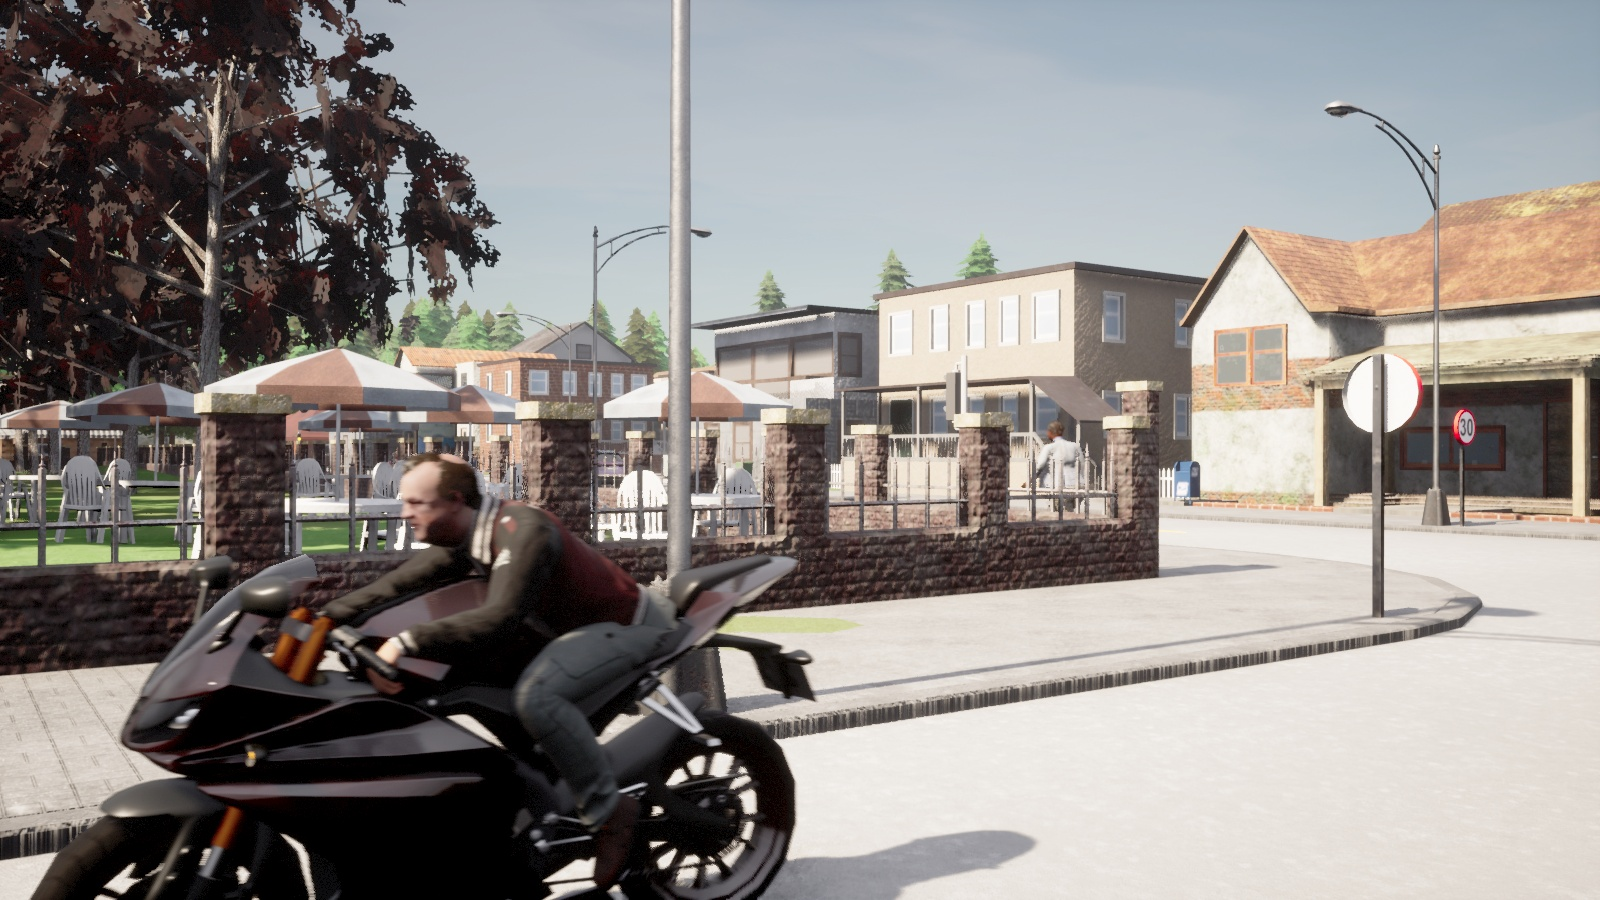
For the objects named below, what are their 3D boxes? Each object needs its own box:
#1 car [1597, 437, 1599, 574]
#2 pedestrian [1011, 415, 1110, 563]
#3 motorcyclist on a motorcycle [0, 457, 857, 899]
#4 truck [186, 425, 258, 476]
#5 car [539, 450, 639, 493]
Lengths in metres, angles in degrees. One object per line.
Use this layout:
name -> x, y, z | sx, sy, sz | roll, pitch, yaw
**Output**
car -> 10.186, 0.653, 12.809 | 1.851, 1.617, 3.988 | 0, 0, 5
pedestrian -> 3.362, 0.487, 16.257 | 0.874, 1.855, 0.900 | 0, 0, -33
motorcyclist on a motorcycle -> -0.972, 0.791, 3.585 | 2.191, 1.530, 0.866 | 0, 0, -35
truck -> -41.321, 0.070, 89.628 | 2.891, 3.462, 7.936 | 0, 0, -38
car -> -8.432, 0.814, 49.772 | 2.033, 1.649, 4.856 | 0, 0, -35
